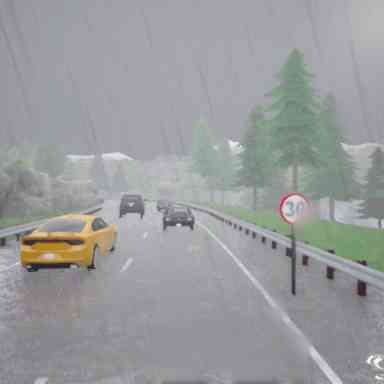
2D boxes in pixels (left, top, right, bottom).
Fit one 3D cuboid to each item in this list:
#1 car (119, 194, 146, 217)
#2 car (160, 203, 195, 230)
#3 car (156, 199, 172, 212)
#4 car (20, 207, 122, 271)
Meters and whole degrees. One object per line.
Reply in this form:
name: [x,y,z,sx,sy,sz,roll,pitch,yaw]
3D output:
car: [-5.534,1.232,31.167,2.150,2.045,5.566,0,0,-7]
car: [-0.952,1.603,21.355,1.895,1.301,4.718,0,0,-5]
car: [-3.222,1.554,39.463,2.033,1.411,5.357,0,0,-9]
car: [-3.753,1.484,10.972,1.882,1.535,5.008,0,0,-3]
